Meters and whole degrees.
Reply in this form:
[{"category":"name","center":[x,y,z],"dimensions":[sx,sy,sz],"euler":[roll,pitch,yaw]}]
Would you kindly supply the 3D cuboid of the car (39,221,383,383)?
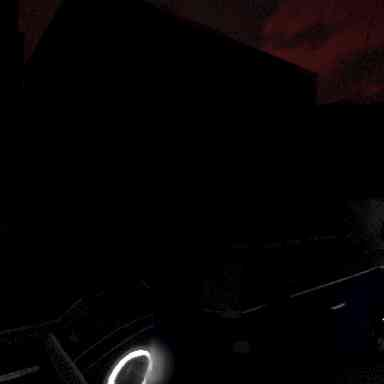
[{"category":"car","center":[0.605,1.333,4.184],"dimensions":[4.553,1.767,2.097],"euler":[0,0,-36]}]
